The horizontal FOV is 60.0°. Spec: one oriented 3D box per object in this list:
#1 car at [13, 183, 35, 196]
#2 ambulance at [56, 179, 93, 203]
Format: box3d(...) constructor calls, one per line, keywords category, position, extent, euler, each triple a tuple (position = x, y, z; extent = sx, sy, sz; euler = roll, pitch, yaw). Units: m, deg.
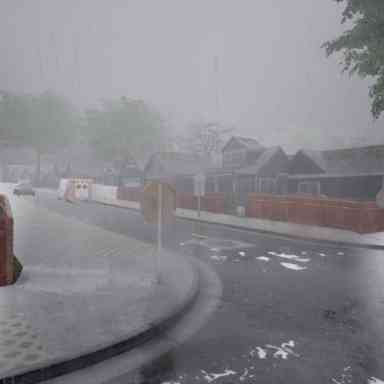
box3d(category="car", position=(-22.360, -0.440, 44.307), extent=(2.097, 1.767, 4.553), euler=(1, 2, -35))
box3d(category="ambulance", position=(-12.557, -0.156, 35.198), extent=(2.351, 2.431, 6.366), euler=(1, 2, -35))
